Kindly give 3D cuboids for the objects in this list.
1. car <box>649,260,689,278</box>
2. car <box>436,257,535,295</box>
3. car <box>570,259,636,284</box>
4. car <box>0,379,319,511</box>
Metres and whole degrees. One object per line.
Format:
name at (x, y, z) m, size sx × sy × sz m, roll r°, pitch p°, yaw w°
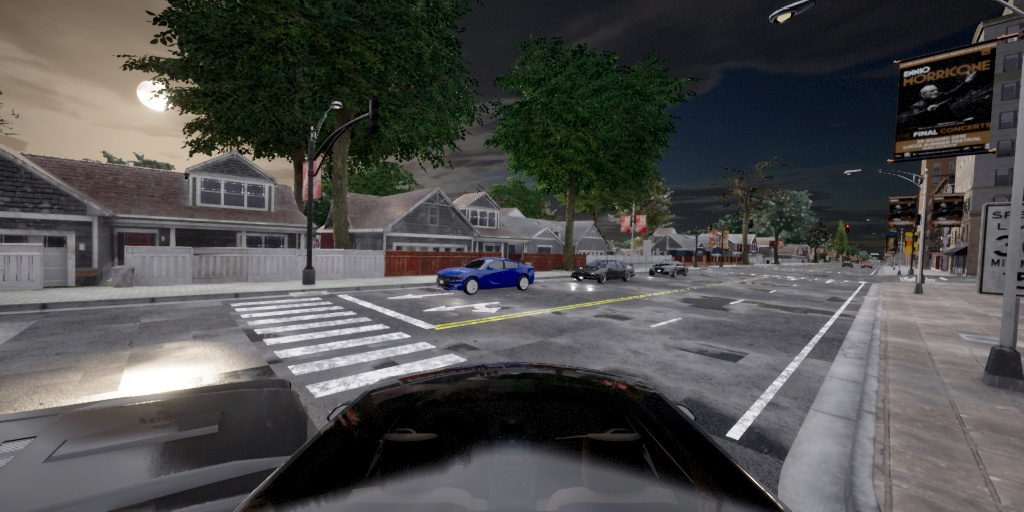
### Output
car at (13.293, 1.018, 30.303) m, size 4.181 × 1.385 × 1.994 m, roll 0°, pitch 2°, yaw -44°
car at (-1.092, 0.810, 16.484) m, size 5.008 × 1.535 × 1.882 m, roll 0°, pitch 2°, yaw -44°
car at (6.085, 0.939, 23.393) m, size 5.357 × 1.411 × 2.033 m, roll 0°, pitch 2°, yaw -44°
car at (-3.311, 1.287, 1.302) m, size 4.718 × 1.301 × 1.895 m, roll 1°, pitch 2°, yaw -34°
